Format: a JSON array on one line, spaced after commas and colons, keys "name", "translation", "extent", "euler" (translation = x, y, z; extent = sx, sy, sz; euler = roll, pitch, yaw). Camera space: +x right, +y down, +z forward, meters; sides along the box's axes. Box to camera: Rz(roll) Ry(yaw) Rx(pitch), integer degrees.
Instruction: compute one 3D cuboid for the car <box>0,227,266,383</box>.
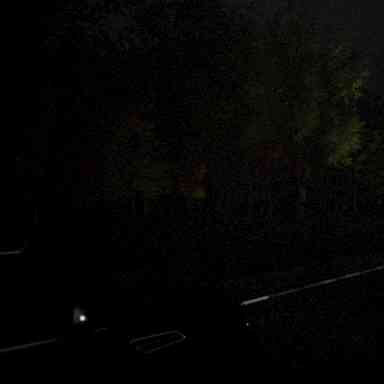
[{"name": "car", "translation": [-1.958, 1.219, 2.347], "extent": [5.566, 2.045, 2.150], "euler": [0, 0, -35]}]
